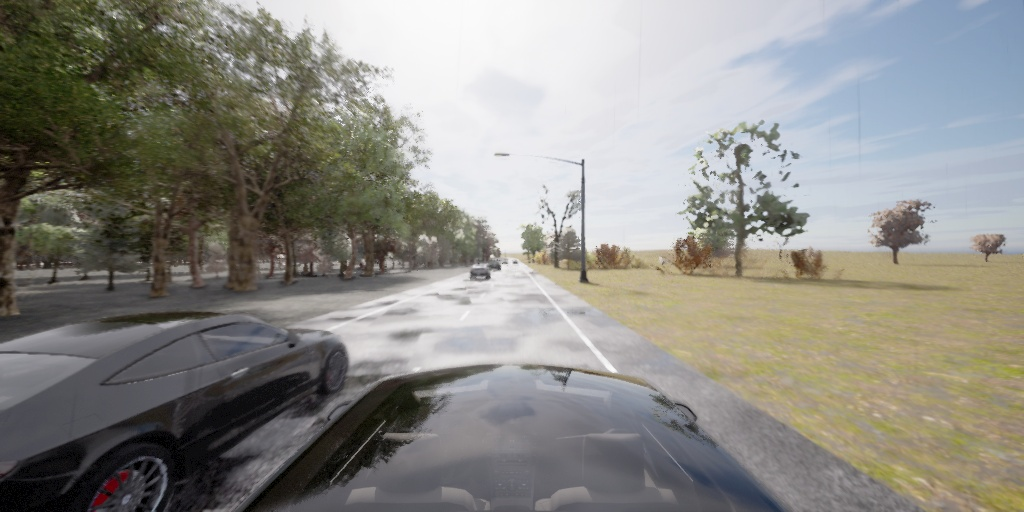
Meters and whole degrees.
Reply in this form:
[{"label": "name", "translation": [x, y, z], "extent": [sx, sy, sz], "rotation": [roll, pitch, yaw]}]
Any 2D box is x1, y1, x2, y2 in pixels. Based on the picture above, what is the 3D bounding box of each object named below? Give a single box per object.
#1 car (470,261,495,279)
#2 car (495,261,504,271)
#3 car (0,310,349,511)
[{"label": "car", "translation": [-3.185, 1.551, 37.000], "extent": [2.128, 1.511, 4.902], "rotation": [0, 0, 1]}, {"label": "car", "translation": [-2.947, 1.616, 63.002], "extent": [2.097, 1.767, 4.553], "rotation": [0, 0, 1]}, {"label": "car", "translation": [-3.492, 1.299, 3.745], "extent": [1.812, 1.442, 4.674], "rotation": [0, -1, 1]}]
